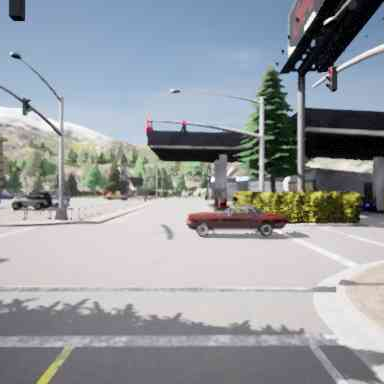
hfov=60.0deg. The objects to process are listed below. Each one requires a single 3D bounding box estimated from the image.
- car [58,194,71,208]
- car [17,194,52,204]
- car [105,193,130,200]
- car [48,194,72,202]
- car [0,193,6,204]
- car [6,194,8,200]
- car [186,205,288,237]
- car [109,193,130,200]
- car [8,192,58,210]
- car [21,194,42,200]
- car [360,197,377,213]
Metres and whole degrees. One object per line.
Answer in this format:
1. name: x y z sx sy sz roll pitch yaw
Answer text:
1. car: -16.186 1.199 38.490 3.806 1.475 1.970 0 0 -1
2. car: -24.028 1.084 50.861 4.514 1.523 2.007 0 0 -1
3. car: -16.444 1.024 72.746 5.027 1.636 2.152 0 0 -1
4. car: -24.046 1.063 60.854 3.633 1.501 1.845 0 0 -1
5. car: -24.665 0.935 38.400 4.605 1.855 1.932 0 0 -1
6. car: -42.548 1.055 75.717 3.633 1.501 1.845 0 0 -1
7. car: 2.048 1.312 16.098 4.718 1.301 1.895 0 0 0
8. car: -16.515 1.020 75.883 4.514 1.523 2.007 0 0 -1
9. car: -16.777 0.928 35.161 3.866 1.878 1.905 0 0 -1
10. car: -35.110 1.078 72.781 3.806 1.475 1.970 0 0 -1
11. car: 17.226 1.334 34.820 2.242 1.667 4.611 0 0 -1
